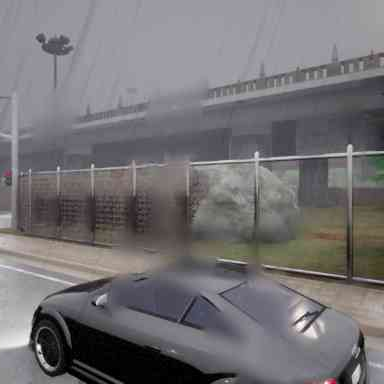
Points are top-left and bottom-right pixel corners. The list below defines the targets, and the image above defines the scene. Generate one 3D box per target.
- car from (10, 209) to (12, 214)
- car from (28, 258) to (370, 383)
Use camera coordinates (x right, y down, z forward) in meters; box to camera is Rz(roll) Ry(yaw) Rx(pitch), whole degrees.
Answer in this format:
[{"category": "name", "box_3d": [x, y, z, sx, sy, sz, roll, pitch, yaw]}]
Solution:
[{"category": "car", "box_3d": [-15.967, 1.619, 33.614, 1.994, 1.385, 4.181, 0, 0, 35]}, {"category": "car", "box_3d": [-0.173, 1.564, 4.114, 4.181, 1.385, 1.994, 0, 0, 36]}]
